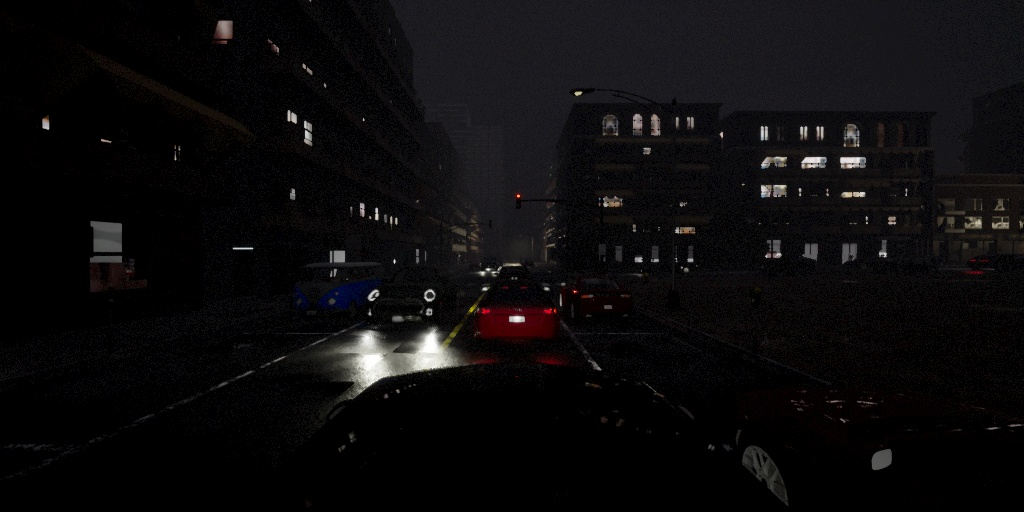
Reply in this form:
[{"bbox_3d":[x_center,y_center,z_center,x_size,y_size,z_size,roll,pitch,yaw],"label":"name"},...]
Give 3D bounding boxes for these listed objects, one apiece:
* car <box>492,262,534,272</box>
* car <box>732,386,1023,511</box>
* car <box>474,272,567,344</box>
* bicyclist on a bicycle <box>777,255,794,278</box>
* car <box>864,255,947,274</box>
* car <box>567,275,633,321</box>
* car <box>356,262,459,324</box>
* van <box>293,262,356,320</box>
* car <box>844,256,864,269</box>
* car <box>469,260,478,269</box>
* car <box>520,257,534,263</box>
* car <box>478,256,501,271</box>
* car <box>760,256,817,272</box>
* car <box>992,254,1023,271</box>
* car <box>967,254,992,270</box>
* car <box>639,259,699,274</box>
[{"bbox_3d":[0.113,1.256,18.517,1.837,1.490,4.892,0,0,0],"label":"car"},{"bbox_3d":[2.688,1.295,1.203,1.888,1.381,4.507,0,0,0],"label":"car"},{"bbox_3d":[0.107,1.314,9.645,1.994,1.385,4.181,0,0,0],"label":"car"},{"bbox_3d":[20.264,0.770,26.562,0.582,1.620,1.656,-1,0,-1],"label":"bicyclist on a bicycle"},{"bbox_3d":[32.499,0.803,29.679,4.403,1.370,2.007,0,0,-1],"label":"car"},{"bbox_3d":[2.697,1.295,12.255,1.888,1.381,4.507,0,0,0],"label":"car"},{"bbox_3d":[-3.075,1.102,11.914,2.097,1.767,4.553,0,0,0],"label":"car"},{"bbox_3d":[-5.684,1.091,12.262,1.690,1.789,3.998,0,0,0],"label":"van"},{"bbox_3d":[37.957,0.664,38.132,4.313,1.339,1.948,0,0,-1],"label":"car"},{"bbox_3d":[-5.648,1.318,55.738,2.007,1.370,4.403,0,0,0],"label":"car"},{"bbox_3d":[2.737,1.212,61.253,1.967,1.591,4.097,0,0,0],"label":"car"},{"bbox_3d":[-3.048,0.984,49.743,2.150,2.045,5.566,0,0,0],"label":"car"},{"bbox_3d":[27.189,0.776,35.392,4.902,1.511,2.128,-1,0,-1],"label":"car"},{"bbox_3d":[43.637,0.629,29.826,4.403,1.370,2.007,0,0,-1],"label":"car"},{"bbox_3d":[44.419,0.550,32.476,4.892,1.490,1.837,-1,0,0],"label":"car"},{"bbox_3d":[15.376,1.022,35.238,5.357,1.411,2.033,-1,0,-1],"label":"car"}]
